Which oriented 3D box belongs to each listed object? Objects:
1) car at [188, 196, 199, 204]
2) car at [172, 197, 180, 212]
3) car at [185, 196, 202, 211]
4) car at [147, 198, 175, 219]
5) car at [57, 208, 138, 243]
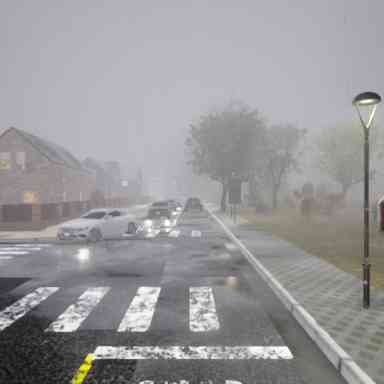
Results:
[{"bbox_3d":[0.265,1.655,69.428,2.128,1.511,4.902,0,-1,0],"label":"car"},{"bbox_3d":[-2.757,1.566,40.220,1.837,1.490,4.892,0,0,0],"label":"car"},{"bbox_3d":[0.196,1.419,41.989,2.097,1.767,4.553,0,0,0],"label":"car"},{"bbox_3d":[-2.786,1.542,29.701,1.837,1.490,4.892,0,0,0],"label":"car"},{"bbox_3d":[-4.466,1.556,16.569,1.812,1.442,4.674,0,0,25],"label":"car"}]
